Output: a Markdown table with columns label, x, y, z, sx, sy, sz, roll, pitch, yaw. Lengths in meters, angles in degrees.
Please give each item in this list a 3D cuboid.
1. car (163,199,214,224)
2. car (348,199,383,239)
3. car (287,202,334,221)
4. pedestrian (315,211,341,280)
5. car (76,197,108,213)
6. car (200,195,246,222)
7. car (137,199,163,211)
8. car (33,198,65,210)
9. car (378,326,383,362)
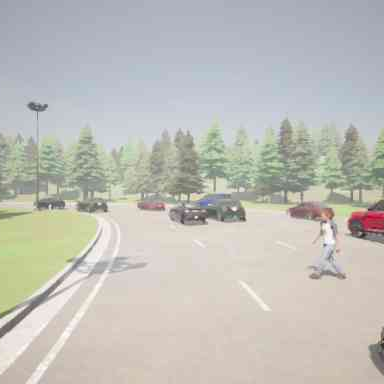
| label | x | y | z | sx | sy | sz | roll | pitch | yaw |
| --- | --- | --- | --- | --- | --- | --- | --- | --- | --- |
| car | -0.403 | 1.492 | 24.732 | 2.128 | 1.511 | 4.902 | 0 | 0 | -17 |
| car | 9.219 | 1.219 | 14.383 | 2.150 | 2.045 | 5.566 | 0 | 0 | -9 |
| car | 9.711 | 1.526 | 27.495 | 1.812 | 1.442 | 4.674 | 0 | 0 | -17 |
| pedestrian | 3.479 | 1.294 | 8.512 | 0.375 | 1.860 | 0.375 | 0 | 0 | -6 |
| car | -11.332 | 1.352 | 37.471 | 2.097 | 1.767 | 4.553 | 0 | 0 | -41 |
| car | 2.507 | 1.351 | 26.959 | 2.097 | 1.767 | 4.553 | 0 | 0 | -19 |
| car | -5.077 | 1.564 | 40.833 | 1.994 | 1.385 | 4.181 | 0 | 0 | -39 |
| car | -18.846 | 1.505 | 43.895 | 4.892 | 1.490 | 1.837 | 0 | 0 | 30 |
| car | 3.375 | 1.562 | 2.438 | 1.994 | 1.385 | 4.181 | 0 | 0 | -3 |
